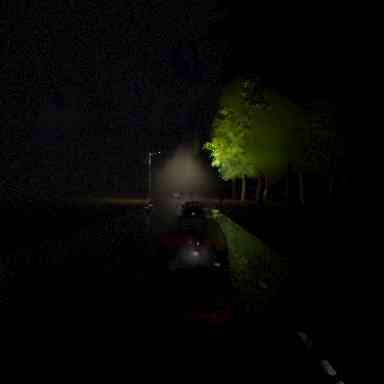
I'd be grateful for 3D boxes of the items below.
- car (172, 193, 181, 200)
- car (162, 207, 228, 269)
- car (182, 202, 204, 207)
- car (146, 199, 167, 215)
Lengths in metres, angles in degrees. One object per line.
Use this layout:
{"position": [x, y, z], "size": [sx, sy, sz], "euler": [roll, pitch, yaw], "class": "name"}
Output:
{"position": [-3.495, 0.951, 75.279], "size": [2.033, 1.411, 5.357], "euler": [0, 1, 0], "class": "car"}
{"position": [0.092, 1.509, 11.283], "size": [1.882, 1.535, 5.008], "euler": [0, 0, 0], "class": "car"}
{"position": [0.097, 1.557, 28.816], "size": [1.812, 1.442, 4.674], "euler": [0, 0, 0], "class": "car"}
{"position": [-3.593, 1.514, 34.499], "size": [1.837, 1.490, 4.892], "euler": [0, 0, 0], "class": "car"}
